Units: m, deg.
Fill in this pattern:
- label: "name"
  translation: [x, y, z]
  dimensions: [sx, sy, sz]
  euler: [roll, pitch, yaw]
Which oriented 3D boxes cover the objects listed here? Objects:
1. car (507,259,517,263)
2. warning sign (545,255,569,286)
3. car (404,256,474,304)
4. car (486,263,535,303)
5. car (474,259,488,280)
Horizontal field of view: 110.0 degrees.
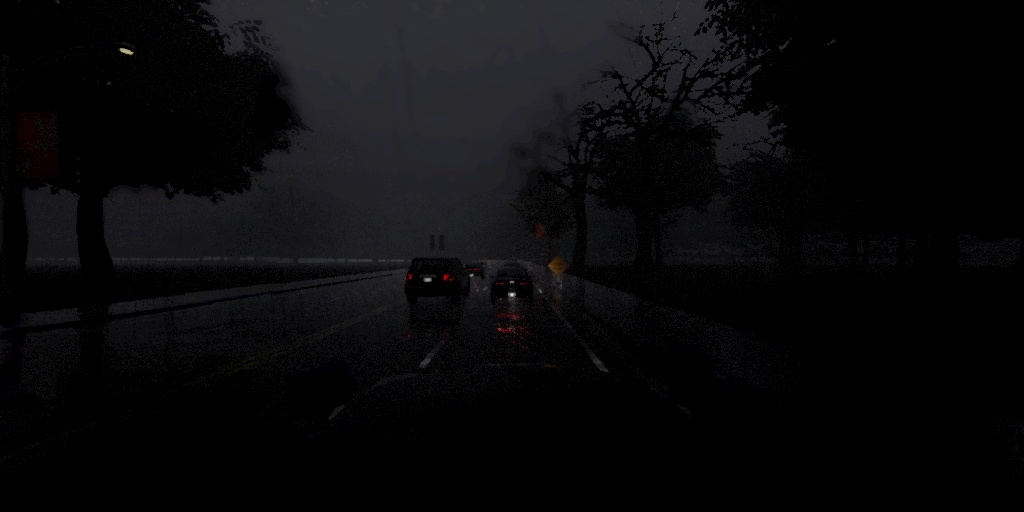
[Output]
- label: "car"
  translation: [0.000, 1.276, 31.501]
  dimensions: [1.837, 1.490, 4.892]
  euler: [0, 0, 0]
- label: "warning sign"
  translation: [2.850, 0.867, 22.125]
  dimensions: [1.300, 1.860, 1.060]
  euler: [0, 0, 0]
- label: "car"
  translation: [-3.250, 1.009, 16.530]
  dimensions: [2.150, 2.045, 5.566]
  euler: [0, 0, 0]
- label: "car"
  translation: [0.000, 1.268, 16.500]
  dimensions: [1.837, 1.490, 4.892]
  euler: [0, 0, 0]
- label: "car"
  translation: [-3.250, 1.276, 31.501]
  dimensions: [1.837, 1.490, 4.892]
  euler: [0, 0, 0]
